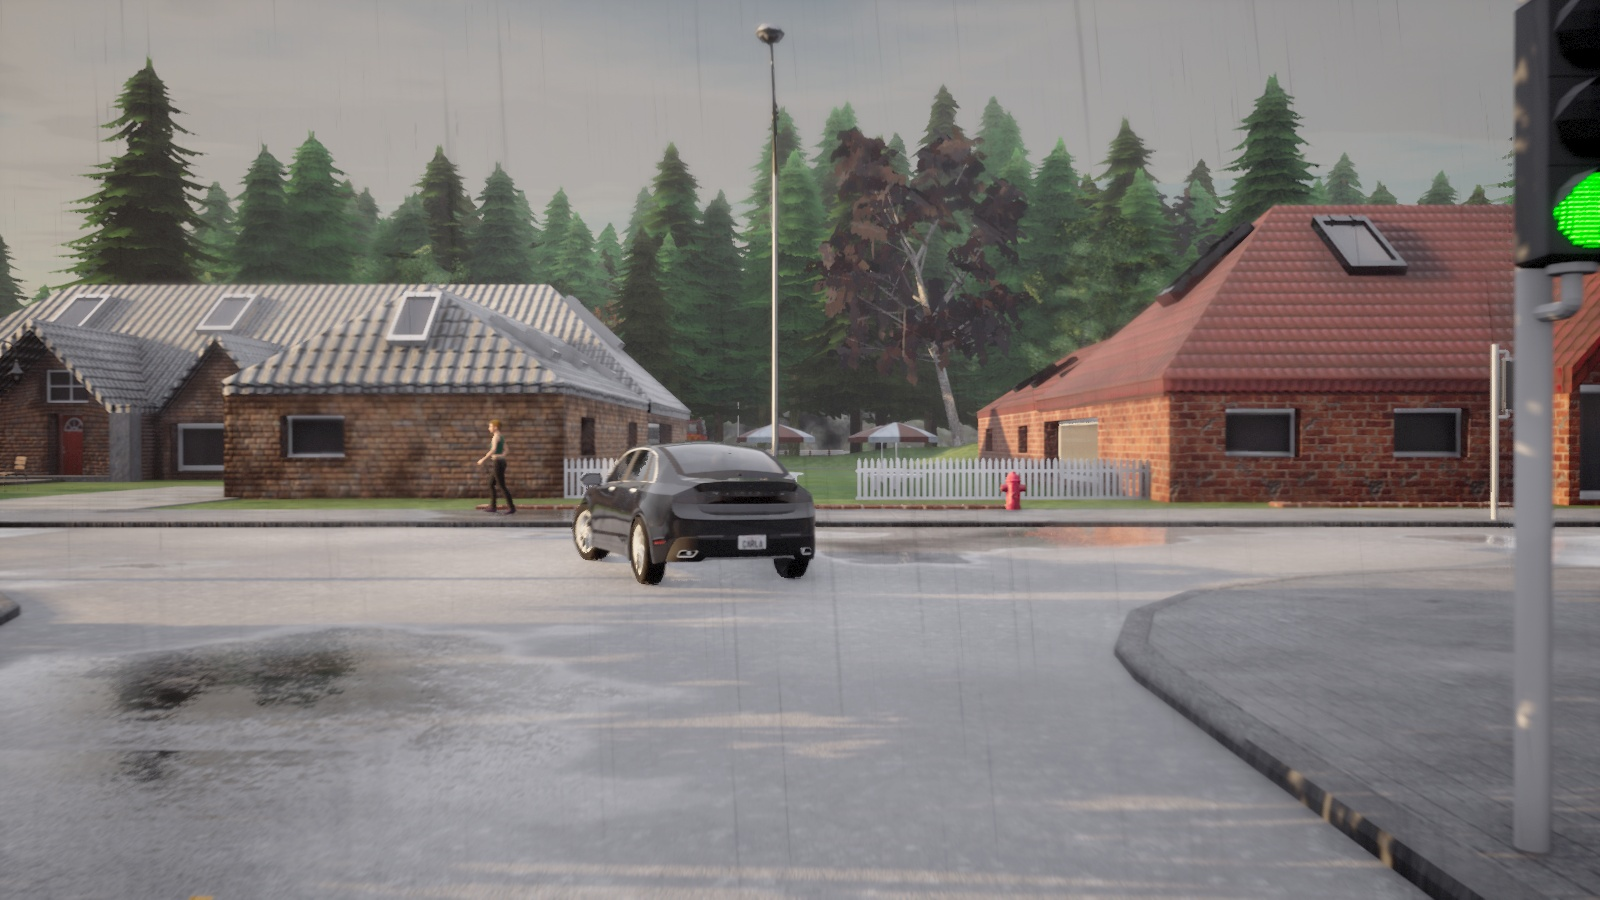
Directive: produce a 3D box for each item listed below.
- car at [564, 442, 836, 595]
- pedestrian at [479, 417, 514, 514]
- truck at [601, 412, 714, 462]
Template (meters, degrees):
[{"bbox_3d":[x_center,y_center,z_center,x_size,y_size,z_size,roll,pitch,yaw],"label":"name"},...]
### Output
[{"bbox_3d":[-1.389,0.658,14.807,1.837,1.490,4.892,0,0,-21],"label":"car"},{"bbox_3d":[-5.808,0.299,24.042,0.594,1.836,0.345,0,0,0],"label":"pedestrian"},{"bbox_3d":[-11.073,-1.036,98.127,8.468,3.827,2.891,0,0,0],"label":"truck"}]
